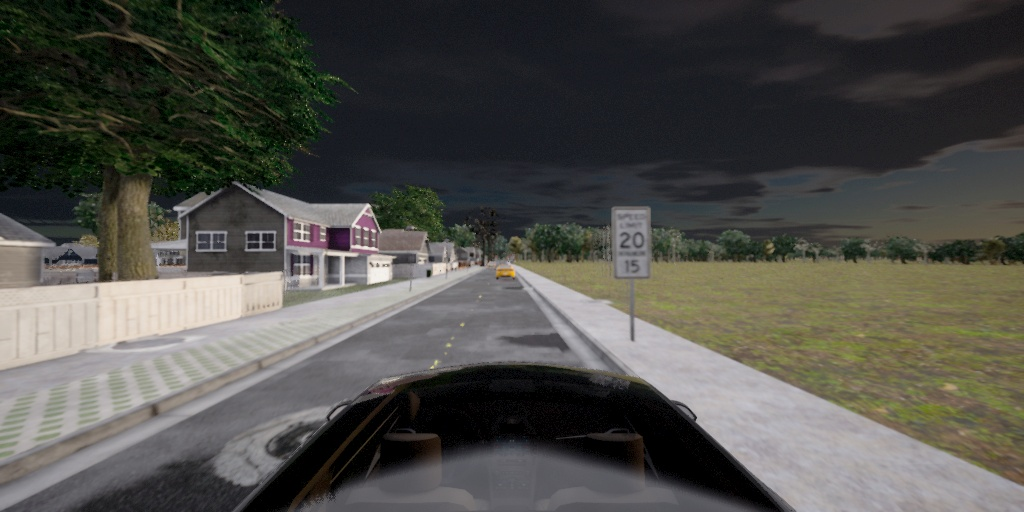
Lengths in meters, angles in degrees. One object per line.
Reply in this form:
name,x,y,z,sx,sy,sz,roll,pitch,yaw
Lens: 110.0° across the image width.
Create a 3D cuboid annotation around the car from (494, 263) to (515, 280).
car,-0.673,1.637,38.000,1.882,1.535,5.008,0,-1,-1
